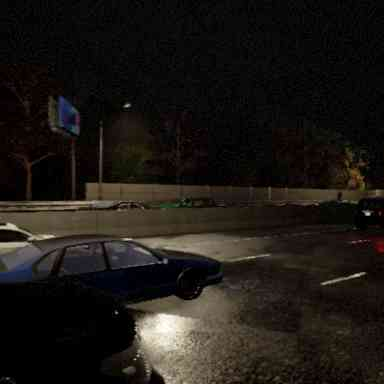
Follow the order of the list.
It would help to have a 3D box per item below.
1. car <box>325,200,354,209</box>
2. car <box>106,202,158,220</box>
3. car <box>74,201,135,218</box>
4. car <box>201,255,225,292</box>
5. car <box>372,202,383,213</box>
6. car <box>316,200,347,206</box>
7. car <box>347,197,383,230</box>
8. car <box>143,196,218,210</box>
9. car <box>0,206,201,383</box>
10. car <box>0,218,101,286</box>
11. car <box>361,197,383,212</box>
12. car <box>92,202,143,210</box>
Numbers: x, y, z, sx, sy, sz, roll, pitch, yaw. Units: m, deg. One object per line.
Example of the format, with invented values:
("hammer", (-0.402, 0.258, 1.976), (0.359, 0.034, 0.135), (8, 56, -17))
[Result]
("car", (24.874, 2.056, 56.036), (4.902, 1.511, 2.128), (1, 0, -35))
("car", (-5.452, 1.687, 30.192), (4.181, 1.385, 1.994), (1, 0, -35))
("car", (-8.449, 1.659, 32.356), (5.357, 1.411, 2.033), (1, 0, -35))
("car", (-1.877, 1.568, 6.708), (5.357, 1.411, 2.033), (1, 0, -35))
("car", (25.839, 2.012, 43.840), (4.674, 1.442, 1.812), (1, 0, -35))
("car", (19.905, 1.985, 48.213), (4.674, 1.442, 1.812), (1, 0, -35))
("car", (12.648, 1.441, 21.369), (5.566, 2.045, 2.150), (1, 0, -35))
("car", (-0.520, 1.355, 25.114), (5.566, 2.045, 2.150), (1, 0, -35))
("car", (-2.848, 1.208, 1.715), (5.566, 2.045, 2.150), (1, 0, -35))
("car", (-5.004, 1.534, 8.775), (4.674, 1.442, 1.812), (1, 0, -35))
("car", (27.629, 1.764, 49.419), (5.566, 2.045, 2.150), (1, 0, -35))
("car", (-5.430, 1.604, 25.909), (4.892, 1.490, 1.837), (1, 0, -35))
